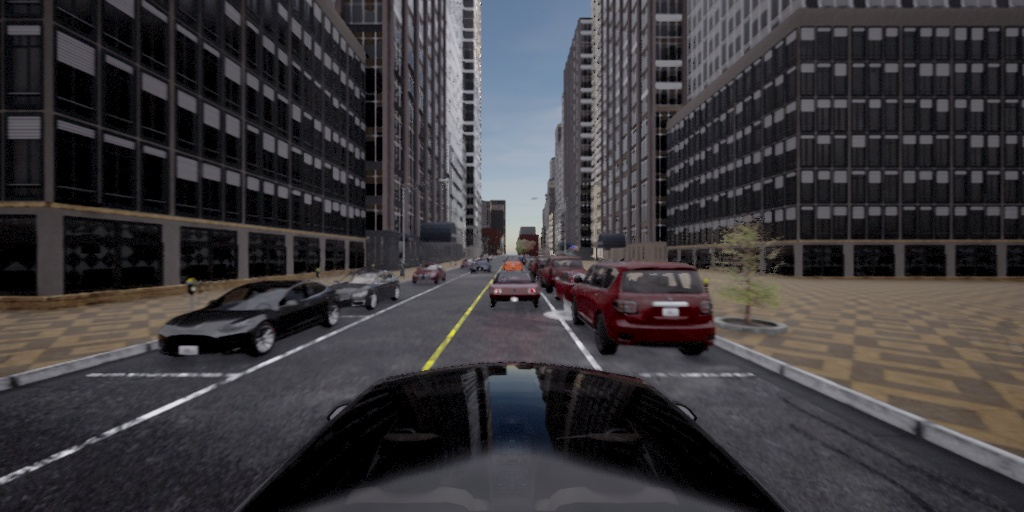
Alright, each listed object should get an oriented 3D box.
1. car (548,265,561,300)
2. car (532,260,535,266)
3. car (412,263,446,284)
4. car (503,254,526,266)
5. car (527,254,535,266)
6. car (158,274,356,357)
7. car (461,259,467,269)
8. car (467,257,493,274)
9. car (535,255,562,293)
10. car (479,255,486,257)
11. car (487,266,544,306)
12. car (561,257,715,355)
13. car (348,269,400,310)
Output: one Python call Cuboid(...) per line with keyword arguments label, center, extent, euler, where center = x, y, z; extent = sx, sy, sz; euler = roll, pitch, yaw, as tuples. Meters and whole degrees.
Cuboid(label="car", center=(2.688, 1.209, 14.027), extent=(1.888, 1.381, 4.507), euler=(0, 0, 0))
Cuboid(label="car", center=(2.685, 1.152, 25.106), extent=(1.948, 1.339, 4.313), euler=(0, 0, 0))
Cuboid(label="car", center=(-5.695, 1.168, 25.104), extent=(1.802, 1.307, 4.207), euler=(0, 0, 0))
Cuboid(label="car", center=(0.091, 0.841, 38.936), extent=(2.097, 1.767, 4.553), euler=(0, 0, 0))
Cuboid(label="car", center=(2.684, 0.862, 30.646), extent=(2.192, 1.841, 5.009), euler=(0, 0, 0))
Cuboid(label="car", center=(-5.691, 1.269, 8.486), extent=(1.948, 1.339, 4.313), euler=(0, 0, 0))
Cuboid(label="car", center=(-5.700, 1.012, 47.261), extent=(1.802, 1.307, 4.207), euler=(0, 0, 0))
Cuboid(label="car", center=(-3.092, 1.070, 36.520), extent=(1.994, 1.385, 4.181), euler=(0, 0, 0))
Cuboid(label="car", center=(2.686, 0.940, 19.567), extent=(2.192, 1.841, 5.009), euler=(0, 0, 0))
Cuboid(label="car", center=(-5.703, 0.933, 58.339), extent=(1.802, 1.307, 4.207), euler=(0, 0, 0))
Cuboid(label="car", center=(0.096, 1.258, 15.026), extent=(1.895, 1.301, 4.718), euler=(0, 0, 0))
Cuboid(label="car", center=(2.689, 1.018, 8.488), extent=(2.192, 1.841, 5.009), euler=(0, 0, 0))
Cuboid(label="car", center=(-5.693, 1.215, 14.024), extent=(2.007, 1.370, 4.403), euler=(0, 0, 0))
